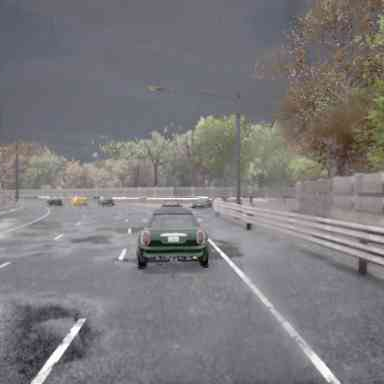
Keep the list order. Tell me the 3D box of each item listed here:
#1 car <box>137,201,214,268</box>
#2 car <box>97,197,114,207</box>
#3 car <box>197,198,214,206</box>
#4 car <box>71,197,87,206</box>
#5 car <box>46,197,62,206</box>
[{"bbox_3d":[-0.665,1.347,11.489,2.097,1.767,4.553,0,0,-4],"label":"car"},{"bbox_3d":[-13.827,1.525,53.208,1.837,1.490,4.892,0,0,-28],"label":"car"},{"bbox_3d":[1.621,1.530,44.212,1.994,1.385,4.181,0,0,23],"label":"car"},{"bbox_3d":[-18.700,1.515,54.843,1.882,1.535,5.008,0,0,-30],"label":"car"},{"bbox_3d":[-22.832,1.531,54.963,1.882,1.535,5.008,0,0,-31],"label":"car"}]
